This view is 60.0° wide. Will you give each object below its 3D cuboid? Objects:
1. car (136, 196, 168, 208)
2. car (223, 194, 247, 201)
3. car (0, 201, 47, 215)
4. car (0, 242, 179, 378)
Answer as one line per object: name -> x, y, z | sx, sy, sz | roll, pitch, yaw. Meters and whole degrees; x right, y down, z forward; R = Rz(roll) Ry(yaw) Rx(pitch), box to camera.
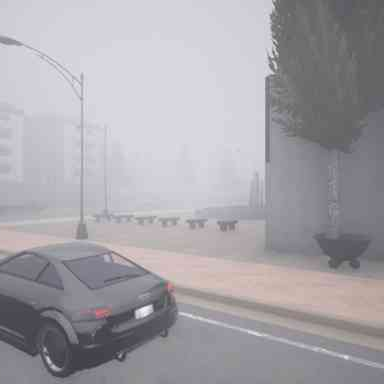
car -> -5.871, 1.352, 48.682 | 4.553, 1.767, 2.097 | 0, 0, -39
car -> 7.514, 0.970, 56.765 | 4.553, 1.767, 2.097 | 0, 0, -21
car -> -17.651, 1.601, 34.352 | 1.895, 1.301, 4.718 | 0, 0, 33
car -> -2.266, 1.563, 5.581 | 4.181, 1.385, 1.994 | 0, 0, 35
